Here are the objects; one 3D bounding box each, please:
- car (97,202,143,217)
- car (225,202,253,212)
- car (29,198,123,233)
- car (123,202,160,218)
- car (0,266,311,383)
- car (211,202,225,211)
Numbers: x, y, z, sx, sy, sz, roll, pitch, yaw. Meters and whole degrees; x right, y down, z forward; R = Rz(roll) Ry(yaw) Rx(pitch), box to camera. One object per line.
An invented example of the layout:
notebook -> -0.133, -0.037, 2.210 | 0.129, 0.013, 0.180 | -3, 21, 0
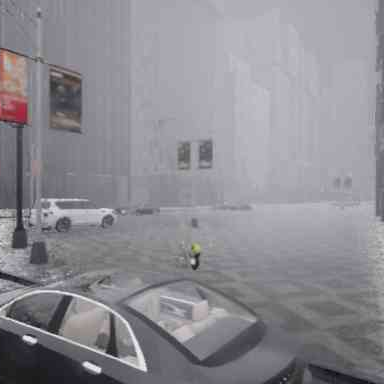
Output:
car -> -8.038, 1.904, 37.461 | 2.128, 1.511, 4.902 | 0, -1, 36
car -> 7.975, 2.403, 54.039 | 2.033, 1.411, 5.357 | 0, -1, 36
car -> -7.478, 1.442, 21.357 | 2.150, 2.045, 5.566 | 0, -1, 36
car -> -5.494, 1.908, 35.434 | 2.128, 1.511, 4.902 | 0, -1, 36
car -> -1.010, 1.540, 3.685 | 4.403, 1.369, 2.008 | 0, 0, 35
car -> 4.902, 2.361, 55.341 | 1.812, 1.442, 4.674 | 0, -1, 36
